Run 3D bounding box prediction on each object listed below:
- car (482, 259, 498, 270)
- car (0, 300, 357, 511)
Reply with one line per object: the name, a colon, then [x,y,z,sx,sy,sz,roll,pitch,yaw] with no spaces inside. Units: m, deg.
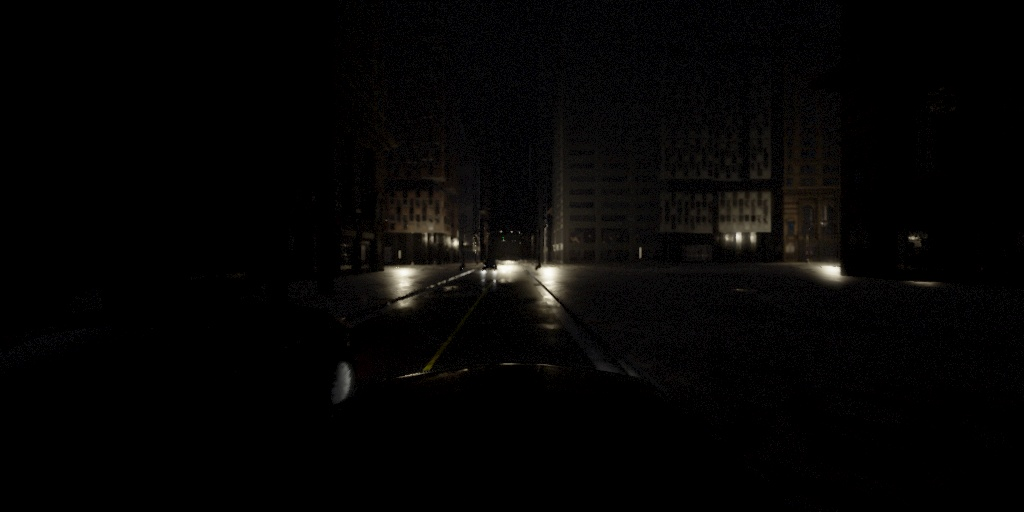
car: [-3.001,1.235,50.069,1.837,1.490,4.892,0,0,0]
car: [-3.101,1.254,3.214,1.837,1.490,4.892,0,0,0]
